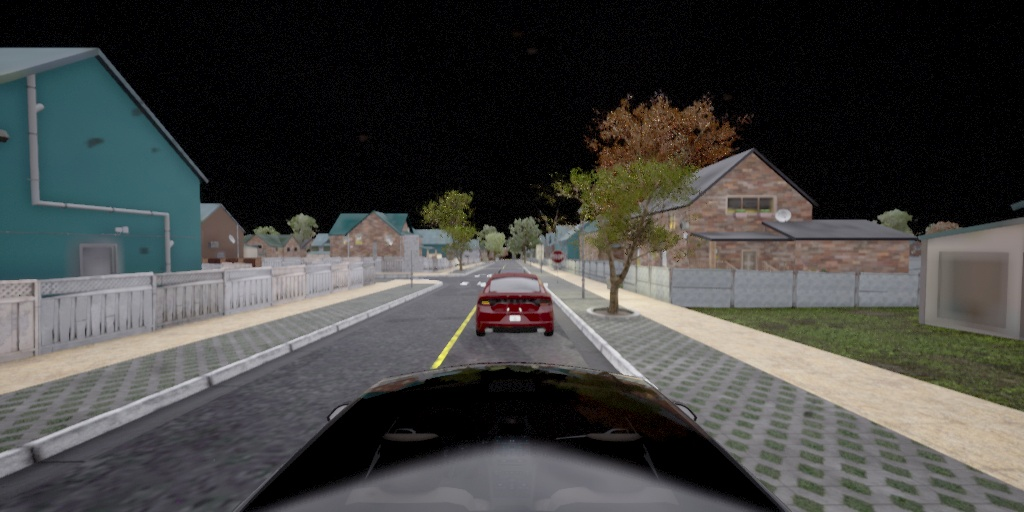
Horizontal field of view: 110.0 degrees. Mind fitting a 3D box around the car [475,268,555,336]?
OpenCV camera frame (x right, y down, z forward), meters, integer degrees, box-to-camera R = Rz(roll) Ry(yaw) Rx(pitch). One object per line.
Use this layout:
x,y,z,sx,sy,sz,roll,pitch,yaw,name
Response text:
0.071,1.209,10.309,1.882,1.535,5.008,0,0,0,car
